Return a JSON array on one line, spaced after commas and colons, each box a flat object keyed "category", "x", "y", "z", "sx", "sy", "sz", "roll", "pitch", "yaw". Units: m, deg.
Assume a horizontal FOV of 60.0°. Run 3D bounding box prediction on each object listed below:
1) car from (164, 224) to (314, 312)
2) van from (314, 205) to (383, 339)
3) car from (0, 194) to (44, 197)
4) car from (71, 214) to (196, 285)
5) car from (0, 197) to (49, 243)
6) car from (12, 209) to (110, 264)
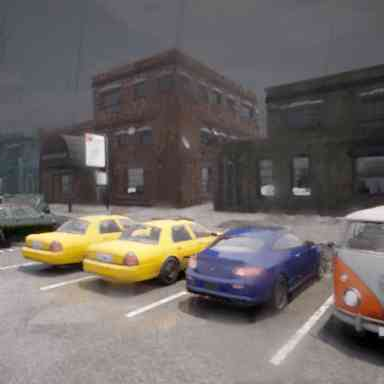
[{"category": "car", "x": 1.673, "y": 1.503, "z": 7.758, "sx": 2.002, "sy": 1.452, "sz": 4.674, "roll": 0, "pitch": 0, "yaw": 36}, {"category": "van", "x": 3.854, "y": 1.253, "z": 6.062, "sx": 1.878, "sy": 1.987, "sz": 4.442, "roll": 0, "pitch": 0, "yaw": 36}, {"category": "car", "x": -9.566, "y": 1.113, "z": 15.744, "sx": 2.435, "sy": 2.045, "sz": 5.566, "roll": 1, "pitch": 0, "yaw": 36}, {"category": "car", "x": -0.462, "y": 1.443, "z": 9.512, "sx": 1.946, "sy": 1.575, "sz": 5.366, "roll": 1, "pitch": 0, "yaw": 36}, {"category": "car", "x": -7.324, "y": 1.260, "z": 14.141, "sx": 2.185, "sy": 1.767, "sz": 4.553, "roll": 1, "pitch": 0, "yaw": 36}, {"category": "car", "x": -2.708, "y": 1.424, "z": 11.115, "sx": 1.946, "sy": 1.575, "sz": 5.366, "roll": 1, "pitch": 0, "yaw": 35}]
